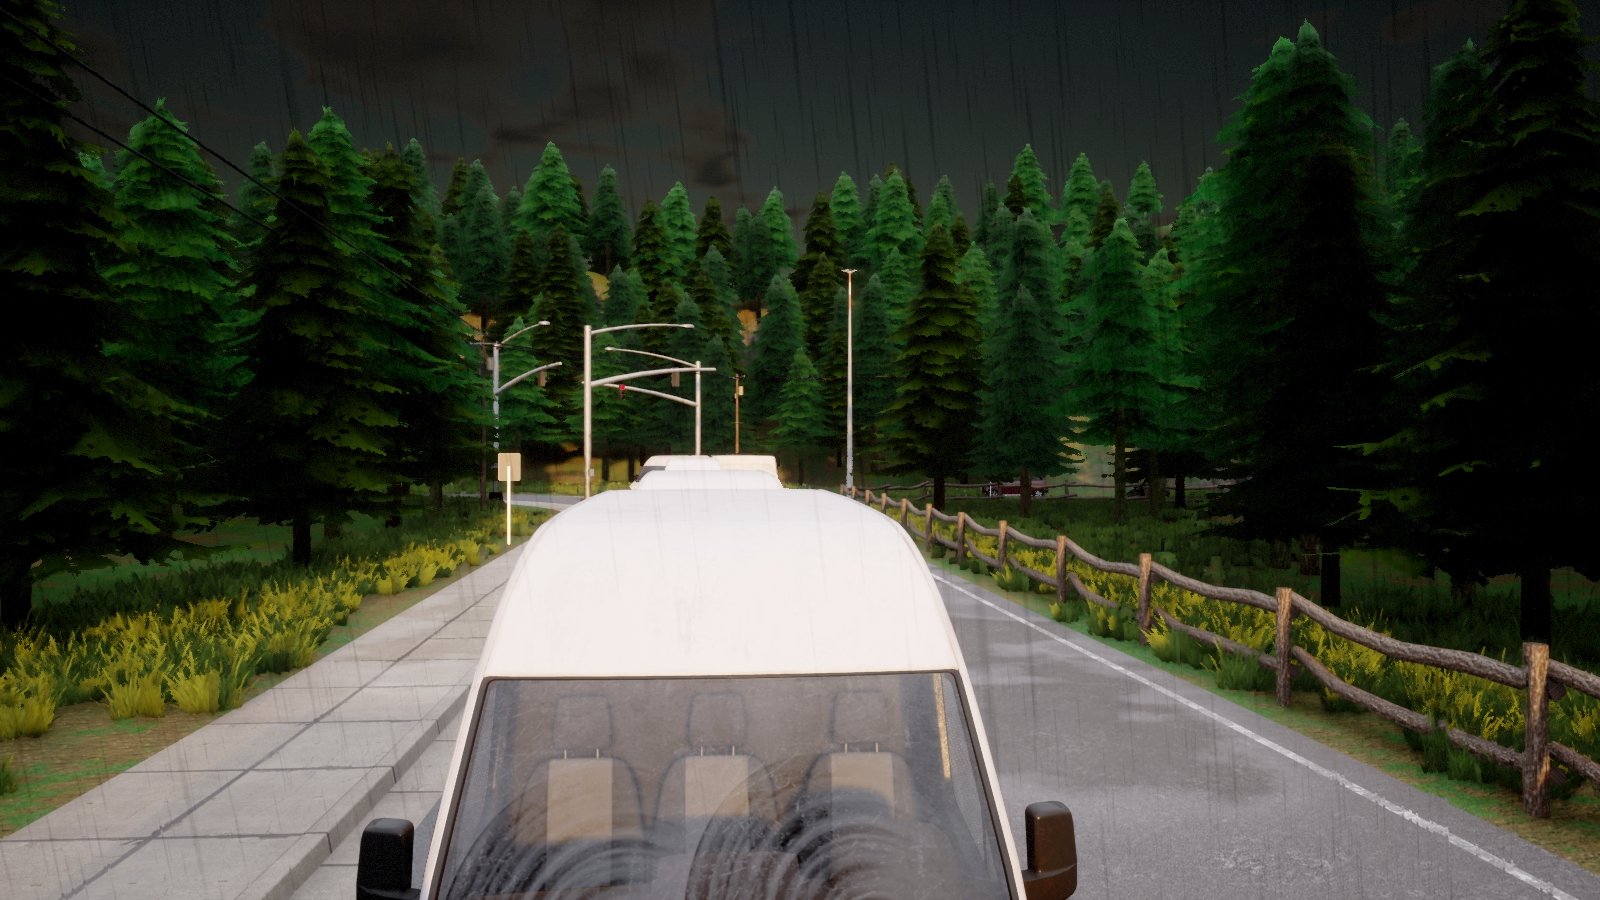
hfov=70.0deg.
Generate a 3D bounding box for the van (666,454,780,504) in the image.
[{"bbox_3d":[-4.195,1.531,61.630,5.915,2.561,1.988,0,1,-11],"label":"van"}]

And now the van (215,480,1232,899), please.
[{"bbox_3d":[-0.353,1.499,5.187,1.988,2.561,5.915,0,0,-5],"label":"van"}]

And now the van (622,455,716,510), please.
[{"bbox_3d":[-6.311,1.515,55.993,1.988,2.561,5.915,0,0,22],"label":"van"}]

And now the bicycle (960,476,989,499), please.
[{"bbox_3d":[9.949,2.157,65.226,1.487,1.276,0.859,0,0,-6],"label":"bicycle"}]
